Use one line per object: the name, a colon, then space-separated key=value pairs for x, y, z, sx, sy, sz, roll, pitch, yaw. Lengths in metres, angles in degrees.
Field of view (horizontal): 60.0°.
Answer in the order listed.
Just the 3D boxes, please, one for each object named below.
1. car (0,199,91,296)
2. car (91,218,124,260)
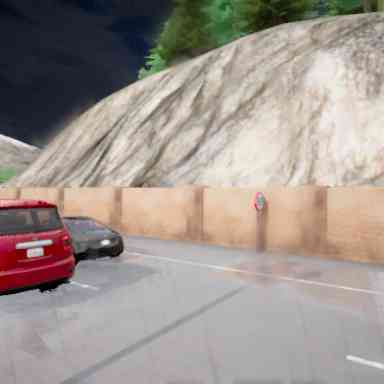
car: x=-5.009 y=1.169 z=7.564 sx=5.566 sy=2.045 sz=2.150 roll=0 pitch=0 yaw=35
car: x=-4.281 y=1.501 z=11.344 sx=4.181 sy=1.385 sz=1.994 roll=0 pitch=0 yaw=35
